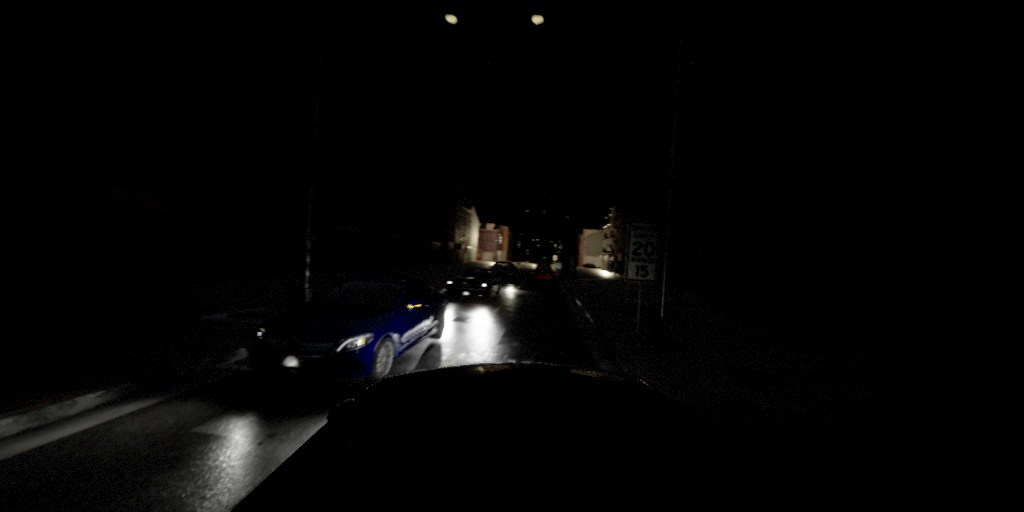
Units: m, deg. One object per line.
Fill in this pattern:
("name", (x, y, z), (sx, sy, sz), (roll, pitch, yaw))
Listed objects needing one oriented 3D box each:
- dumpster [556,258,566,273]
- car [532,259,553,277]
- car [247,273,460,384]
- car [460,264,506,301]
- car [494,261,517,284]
("dumpster", (8.653, 1.720, 63.700), (1.020, 1.700, 1.940), (0, 0, 5))
("car", (3.607, 1.447, 40.696), (1.882, 1.535, 5.008), (4, 0, 6))
("car", (-2.571, 1.093, 6.887), (1.812, 1.442, 4.674), (4, 0, 6))
("car", (-1.637, 1.224, 16.731), (1.895, 1.301, 4.718), (4, 0, 5))
("car", (-0.650, 1.160, 26.886), (1.882, 1.535, 5.008), (4, 0, 5))
